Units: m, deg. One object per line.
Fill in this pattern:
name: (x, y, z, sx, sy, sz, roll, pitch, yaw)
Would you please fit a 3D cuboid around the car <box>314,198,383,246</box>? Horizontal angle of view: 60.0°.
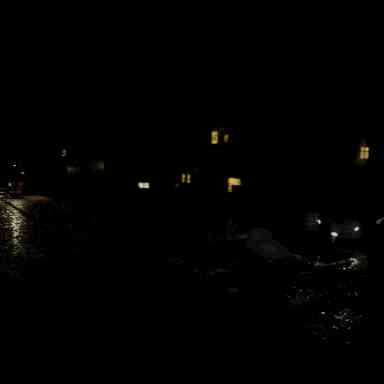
car: (6.939, 0.962, 12.300, 5.357, 1.411, 2.033, -1, 5, -32)
